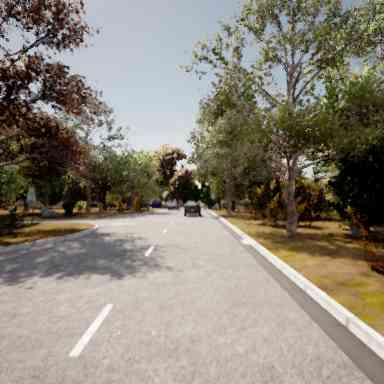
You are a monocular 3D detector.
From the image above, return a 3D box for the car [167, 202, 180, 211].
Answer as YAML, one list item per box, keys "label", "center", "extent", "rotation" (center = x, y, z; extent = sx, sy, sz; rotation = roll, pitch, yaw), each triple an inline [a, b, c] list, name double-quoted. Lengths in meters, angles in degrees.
- label: "car"
  center: [-3.036, 2.376, 55.228]
  extent: [2.033, 1.411, 5.357]
  rotation: [0, -1, 3]

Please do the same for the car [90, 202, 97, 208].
- label: "car"
  center: [-22.763, 2.801, 70.966]
  extent: [5.008, 1.535, 1.882]
  rotation: [0, -2, 0]

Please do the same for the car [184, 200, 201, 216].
- label: "car"
  center: [0.060, 1.889, 38.207]
  extent: [1.882, 1.535, 5.008]
  rotation: [0, -1, 0]

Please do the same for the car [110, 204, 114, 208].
- label: "car"
  center: [-14.568, 2.737, 67.943]
  extent: [4.902, 1.511, 2.128]
  rotation: [0, -2, 4]

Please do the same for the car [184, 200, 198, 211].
- label: "car"
  center: [-0.184, 2.203, 55.930]
  extent: [2.097, 1.767, 4.553]
  rotation: [0, -1, -3]

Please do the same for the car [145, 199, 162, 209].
- label: "car"
  center: [-9.050, 2.531, 70.097]
  extent: [5.566, 2.045, 2.150]
  rotation: [-1, -2, 22]
